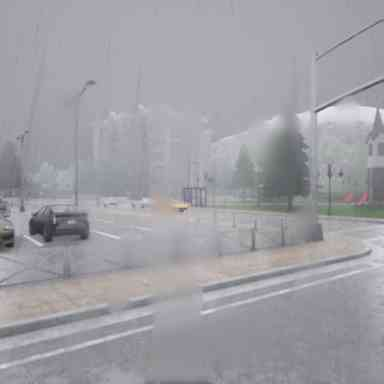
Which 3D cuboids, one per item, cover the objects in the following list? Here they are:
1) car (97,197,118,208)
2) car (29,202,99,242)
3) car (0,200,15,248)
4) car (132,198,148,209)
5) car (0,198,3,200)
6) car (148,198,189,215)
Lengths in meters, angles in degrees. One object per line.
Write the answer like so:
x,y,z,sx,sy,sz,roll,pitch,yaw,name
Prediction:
-12.149,1.425,47.458,1.812,1.442,4.674,0,0,-36,car
-6.201,1.336,15.423,2.007,1.523,4.514,0,0,-36,car
-8.714,1.330,13.546,2.152,1.636,5.027,0,0,-36,car
-6.660,1.504,45.915,1.812,1.442,4.674,0,0,-36,car
-21.437,1.370,36.533,1.845,1.501,3.633,0,0,-36,car
-2.207,1.460,33.796,1.882,1.535,5.008,0,0,-36,car
